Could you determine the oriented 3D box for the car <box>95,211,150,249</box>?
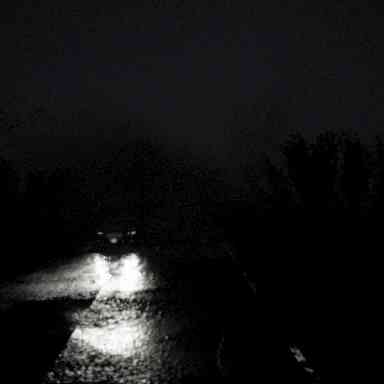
[{"bbox_3d":[-3.094,1.681,15.617,2.128,1.511,4.902,0,-1,0],"label":"car"}]
